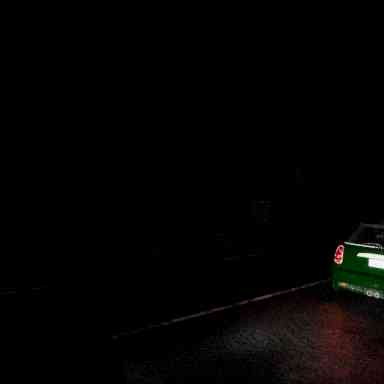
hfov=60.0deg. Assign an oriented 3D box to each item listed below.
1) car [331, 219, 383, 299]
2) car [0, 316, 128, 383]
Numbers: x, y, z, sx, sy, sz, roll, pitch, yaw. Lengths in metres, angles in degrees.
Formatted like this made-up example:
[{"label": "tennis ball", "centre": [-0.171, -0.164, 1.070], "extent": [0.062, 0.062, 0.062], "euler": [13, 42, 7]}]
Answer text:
[{"label": "car", "centre": [5.177, 1.352, 7.425], "extent": [4.553, 1.767, 2.097], "euler": [0, 0, -35]}, {"label": "car", "centre": [-2.740, 1.492, 1.795], "extent": [4.902, 1.511, 2.128], "euler": [0, 0, -36]}]
